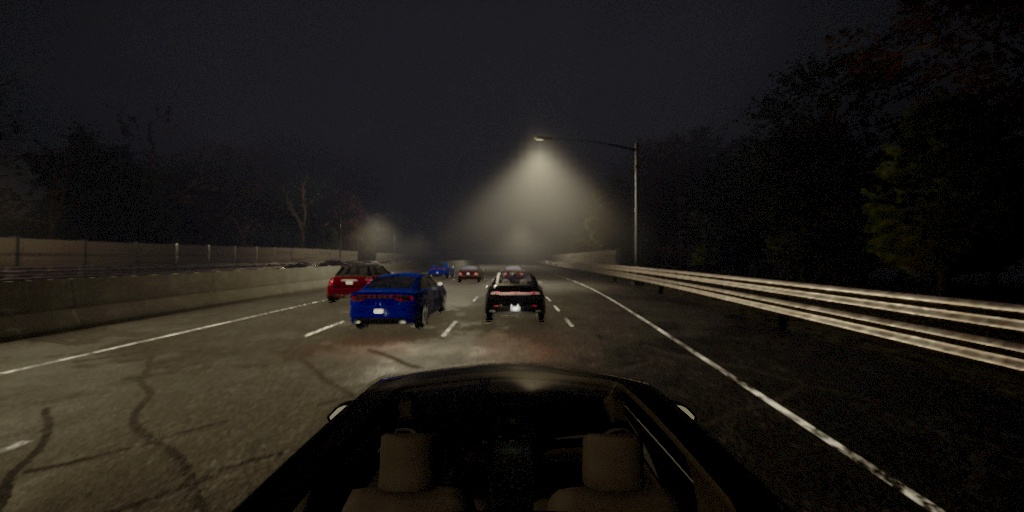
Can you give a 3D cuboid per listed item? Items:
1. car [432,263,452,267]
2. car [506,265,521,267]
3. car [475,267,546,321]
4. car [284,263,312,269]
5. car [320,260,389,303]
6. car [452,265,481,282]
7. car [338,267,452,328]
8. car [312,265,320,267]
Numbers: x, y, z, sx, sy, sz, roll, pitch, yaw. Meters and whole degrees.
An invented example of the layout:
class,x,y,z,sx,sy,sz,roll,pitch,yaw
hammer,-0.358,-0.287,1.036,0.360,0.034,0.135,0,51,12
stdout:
class,x,y,z,sx,sy,sz,roll,pitch,yaw
car,-6.903,1.398,35.641,1.882,1.535,5.008,0,0,0
car,0.099,1.438,30.227,2.033,1.411,5.357,0,0,0
car,0.098,1.291,12.563,2.128,1.511,4.902,0,0,0
car,-28.065,1.551,47.285,1.994,1.385,4.181,0,0,0
car,-6.902,1.176,17.321,2.097,1.767,4.553,0,0,0
car,-3.402,1.438,30.221,2.033,1.411,5.357,0,0,0
car,-3.402,1.273,11.605,1.882,1.535,5.008,0,0,0
car,-24.566,1.347,48.692,2.097,1.767,4.553,0,0,0
